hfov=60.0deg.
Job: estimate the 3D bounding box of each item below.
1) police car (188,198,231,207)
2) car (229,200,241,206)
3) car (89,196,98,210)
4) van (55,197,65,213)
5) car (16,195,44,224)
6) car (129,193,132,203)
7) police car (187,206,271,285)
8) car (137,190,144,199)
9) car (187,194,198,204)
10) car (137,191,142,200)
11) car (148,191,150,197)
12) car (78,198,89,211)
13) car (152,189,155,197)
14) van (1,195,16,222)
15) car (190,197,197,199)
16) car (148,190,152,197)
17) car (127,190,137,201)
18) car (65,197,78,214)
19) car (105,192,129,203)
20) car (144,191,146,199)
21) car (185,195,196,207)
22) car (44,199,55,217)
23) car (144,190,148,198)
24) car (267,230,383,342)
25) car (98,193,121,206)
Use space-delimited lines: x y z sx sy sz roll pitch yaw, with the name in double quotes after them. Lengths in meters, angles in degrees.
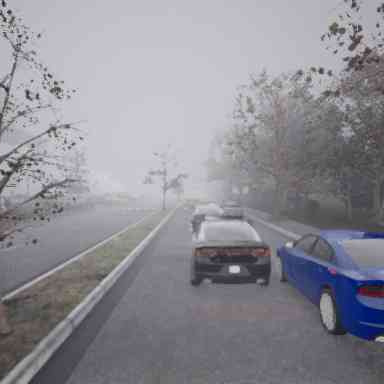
0.916 1.420 19.677 1.930 1.638 5.238 0 0 0 "police car"
3.121 1.446 27.991 2.128 1.511 4.902 0 0 0 "car"
-13.794 1.427 38.545 4.792 1.488 2.163 -1 0 -20 "car"
-13.944 1.217 29.518 4.442 1.987 1.878 -1 1 -20 "van"
-13.819 1.219 23.609 5.566 2.045 2.435 -1 0 -20 "car"
-13.794 1.326 59.547 4.674 1.452 2.002 -1 0 -20 "car"
0.908 1.447 9.679 1.930 1.638 5.238 0 0 0 "police car"
-13.801 0.909 71.544 5.566 2.045 2.435 -1 1 -20 "car"
0.049 1.260 61.149 1.882 1.535 5.008 0 0 0 "car"
-13.605 1.193 68.620 5.366 1.575 1.946 -1 0 -20 "car"
-13.758 0.995 83.570 4.674 1.452 2.002 -1 1 -20 "car"
-13.819 1.452 35.526 4.674 1.452 2.002 -1 1 -20 "car"
-13.717 0.798 92.585 4.792 1.488 2.163 -1 1 -20 "car"
-13.739 1.258 20.656 4.442 1.987 1.878 -1 0 -20 "van"
0.920 1.444 25.568 1.882 1.535 5.008 0 0 0 "car"
-13.744 0.895 86.569 5.008 1.535 2.097 -1 2 -20 "car"
-13.763 1.013 62.564 5.566 2.045 2.435 -1 0 -20 "car"
-13.800 1.301 32.553 4.553 1.767 2.185 -1 1 -20 "car"
-13.966 1.306 56.474 5.366 1.575 1.946 -1 1 -20 "car"
-13.767 1.110 77.572 4.674 1.452 2.002 -1 1 -20 "car"
0.053 1.339 47.408 1.882 1.535 5.008 0 0 1 "car"
-13.830 1.457 26.579 4.892 1.521 2.231 -1 1 -20 "car"
-13.792 0.887 80.557 4.553 1.767 2.185 -1 1 -20 "car"
3.105 1.497 6.744 1.882 1.535 5.008 0 0 0 "car"
-13.777 1.368 50.550 4.792 1.488 2.163 -1 0 -20 "car"
